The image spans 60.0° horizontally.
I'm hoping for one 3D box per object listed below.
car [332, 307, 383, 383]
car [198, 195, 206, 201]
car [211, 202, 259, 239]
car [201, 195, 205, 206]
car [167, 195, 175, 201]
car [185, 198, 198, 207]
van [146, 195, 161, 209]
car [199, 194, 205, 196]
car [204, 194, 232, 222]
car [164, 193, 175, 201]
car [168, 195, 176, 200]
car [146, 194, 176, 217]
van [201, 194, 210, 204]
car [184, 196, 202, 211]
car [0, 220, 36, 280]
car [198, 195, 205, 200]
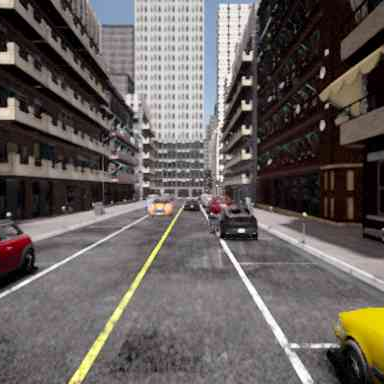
[{"bbox_3d":[2.555,1.524,2.210,1.752,1.417,4.829,-1,0,0],"label":"car"},{"bbox_3d":[2.526,1.483,85.275,1.887,1.381,4.507,-1,0,0],"label":"car"},{"bbox_3d":[2.224,1.495,17.381,1.837,1.490,4.892,0,0,0],"label":"car"},{"bbox_3d":[2.540,1.496,46.602,1.752,1.417,4.829,-1,0,0],"label":"car"},{"bbox_3d":[-5.354,1.504,85.254,1.947,1.339,4.313,-1,0,0],"label":"car"},{"bbox_3d":[-0.016,1.569,50.458,1.895,1.301,4.718,0,0,0],"label":"car"},{"bbox_3d":[-5.343,1.312,46.410,1.690,1.788,3.998,-1,0,0],"label":"van"},{"bbox_3d":[2.537,1.407,51.981,1.967,1.590,4.097,-1,0,0],"label":"car"},{"bbox_3d":[2.543,1.297,29.785,2.192,1.841,5.009,-1,0,0],"label":"car"},{"bbox_3d":[-5.354,1.259,79.704,2.192,1.841,5.009,-1,0,0],"label":"car"},{"bbox_3d":[-5.356,1.478,90.803,1.887,1.381,4.507,-1,0,0],"label":"car"},{"bbox_3d":[-2.857,1.333,31.258,2.097,1.767,4.553,0,0,0],"label":"car"},{"bbox_3d":[2.532,1.300,63.079,1.690,1.788,3.998,-1,0,0],"label":"van"},{"bbox_3d":[0.014,1.501,39.944,1.812,1.442,4.674,0,0,1],"label":"car"},{"bbox_3d":[-5.328,1.436,7.566,1.967,1.590,4.097,-1,0,0],"label":"car"},{"bbox_3d":[2.524,1.459,90.995,1.752,1.417,4.829,-1,0,0],"label":"car"}]
